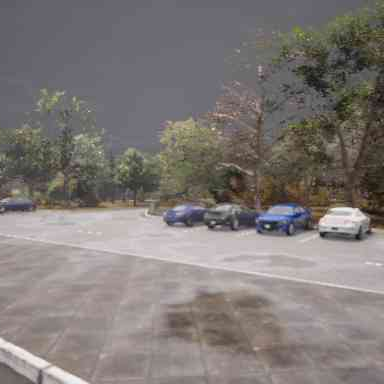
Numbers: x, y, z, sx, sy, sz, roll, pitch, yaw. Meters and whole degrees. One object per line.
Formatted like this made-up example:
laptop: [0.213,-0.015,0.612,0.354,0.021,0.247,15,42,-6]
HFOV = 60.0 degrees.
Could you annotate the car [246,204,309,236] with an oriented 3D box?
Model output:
car: [5.252,1.459,18.803,2.097,1.535,5.008,0,0,36]

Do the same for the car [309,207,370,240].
car: [7.810,1.497,16.966,2.002,1.452,4.674,0,0,36]

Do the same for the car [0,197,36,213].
car: [-19.866,1.352,36.774,2.185,1.767,4.553,0,0,35]

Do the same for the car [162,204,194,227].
car: [-0.082,1.503,22.602,2.002,1.452,4.674,0,0,36]

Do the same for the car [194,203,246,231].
car: [2.582,1.462,20.696,2.231,1.521,4.892,0,0,36]
